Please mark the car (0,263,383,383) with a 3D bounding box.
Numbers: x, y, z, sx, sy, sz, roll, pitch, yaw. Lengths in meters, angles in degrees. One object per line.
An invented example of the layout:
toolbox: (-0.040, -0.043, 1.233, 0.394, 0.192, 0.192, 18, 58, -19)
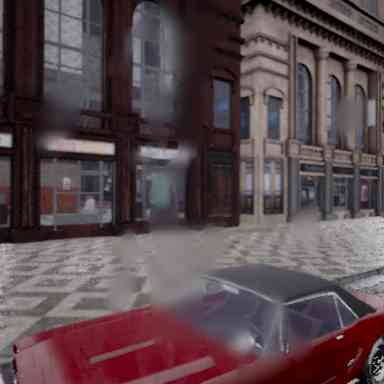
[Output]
car: (0.540, 1.629, 3.761, 4.718, 1.301, 1.895, 1, 0, -36)
